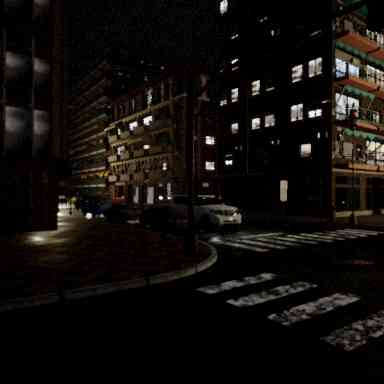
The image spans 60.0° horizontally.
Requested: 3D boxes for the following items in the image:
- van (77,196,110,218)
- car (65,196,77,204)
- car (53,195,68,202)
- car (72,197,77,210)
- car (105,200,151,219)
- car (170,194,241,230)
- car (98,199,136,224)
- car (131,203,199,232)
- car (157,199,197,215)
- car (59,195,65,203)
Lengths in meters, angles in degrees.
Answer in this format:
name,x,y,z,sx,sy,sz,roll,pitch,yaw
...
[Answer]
name,x,y,z,sx,sy,sz,roll,pitch,yaw
van,-8.324,1.261,29.011,1.690,1.788,3.998,0,0,-36
car,-21.445,1.439,61.636,1.752,1.417,4.829,0,0,-36
car,-27.954,1.352,70.697,1.967,1.590,4.097,0,0,-36
car,-12.050,1.518,38.657,1.895,1.301,4.718,0,0,-36
car,-5.910,1.479,30.087,2.033,1.411,5.357,0,0,-36
car,0.601,1.175,21.003,2.150,2.045,5.566,0,0,-35
car,-4.920,1.454,24.272,1.752,1.417,4.829,0,0,-36
car,-1.716,1.521,19.811,1.802,1.307,4.206,0,0,-36
car,-1.618,1.479,34.038,1.752,1.417,4.829,0,0,-36
car,-24.402,1.449,61.293,2.033,1.411,5.357,0,0,-35
